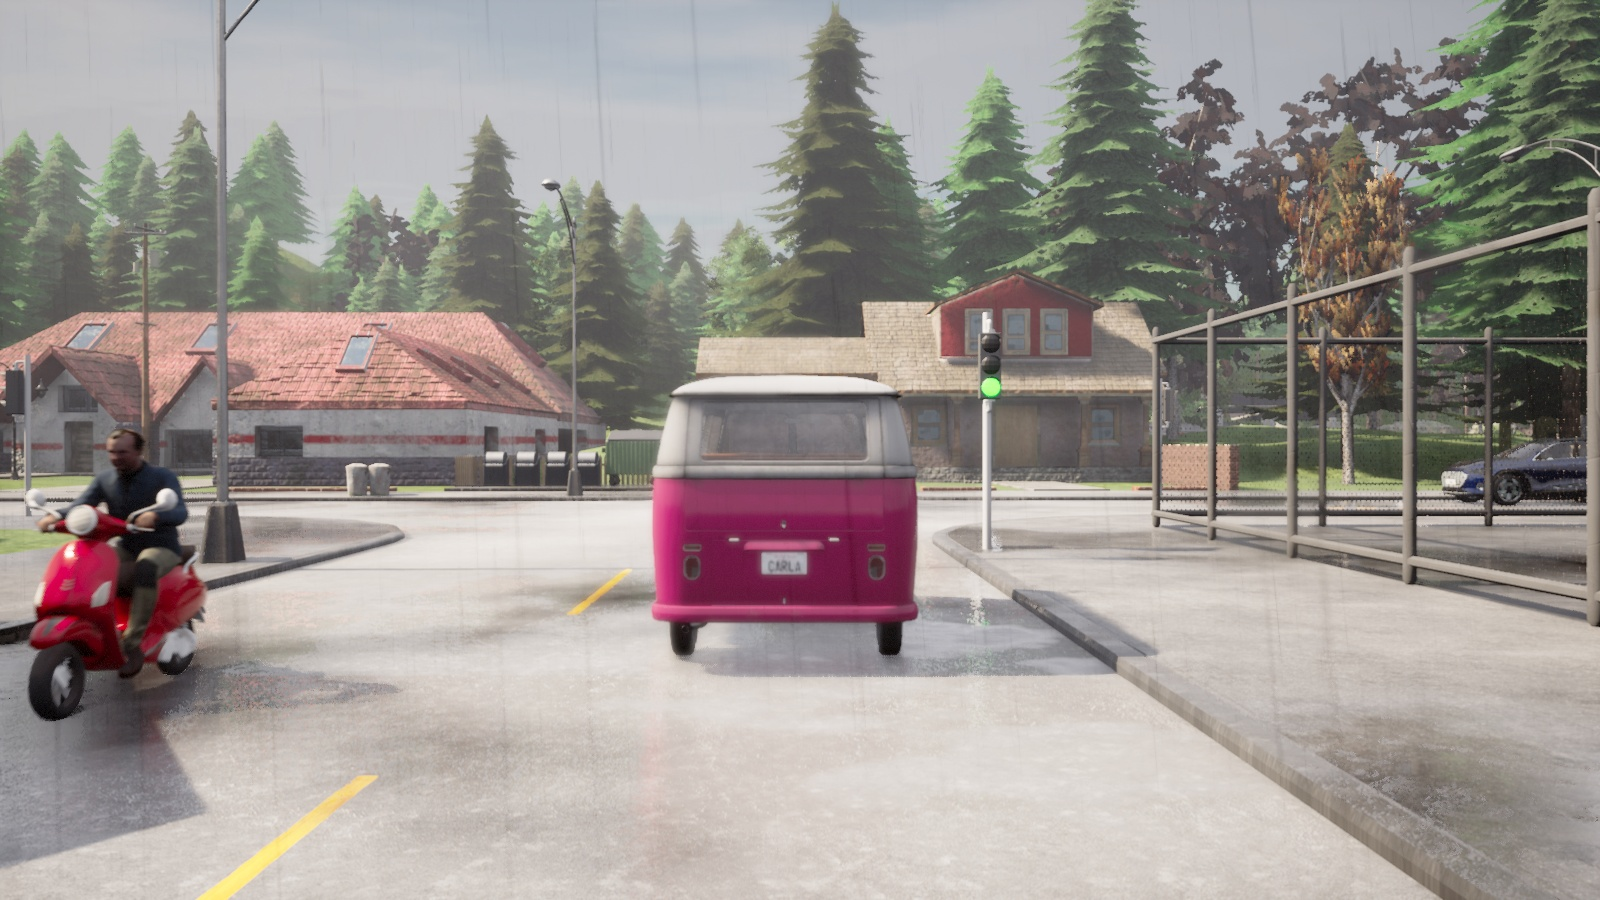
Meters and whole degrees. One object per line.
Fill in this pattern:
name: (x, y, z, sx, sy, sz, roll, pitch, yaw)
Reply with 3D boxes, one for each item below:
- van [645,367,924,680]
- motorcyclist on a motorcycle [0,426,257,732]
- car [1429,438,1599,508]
van: (-0.086, 0.453, 10.206, 1.775, 1.987, 4.442, 0, 0, 0)
motorcyclist on a motorcycle: (-4.038, 0.663, 7.434, 0.866, 1.590, 1.817, 0, 1, -1)
car: (18.427, 0.547, 30.926, 4.856, 1.649, 2.033, 0, 0, -1)
